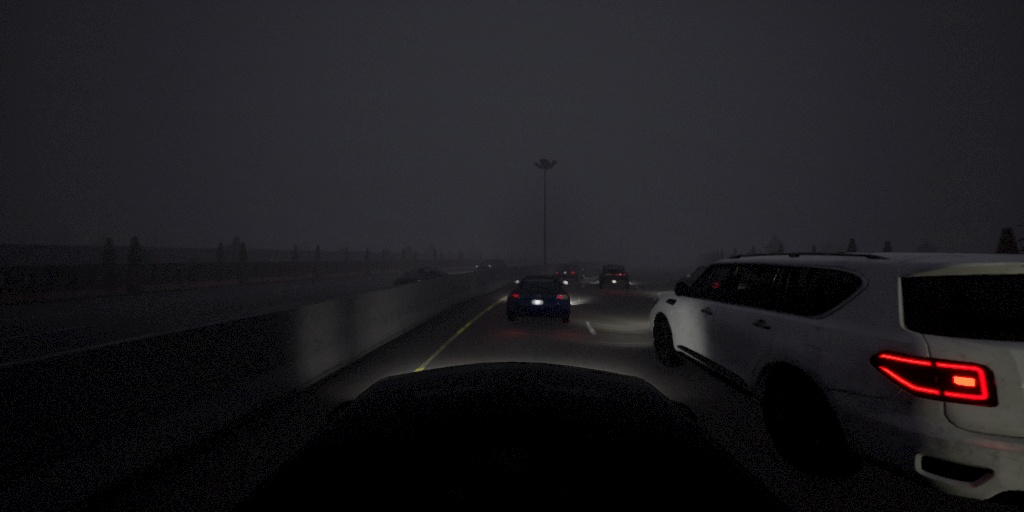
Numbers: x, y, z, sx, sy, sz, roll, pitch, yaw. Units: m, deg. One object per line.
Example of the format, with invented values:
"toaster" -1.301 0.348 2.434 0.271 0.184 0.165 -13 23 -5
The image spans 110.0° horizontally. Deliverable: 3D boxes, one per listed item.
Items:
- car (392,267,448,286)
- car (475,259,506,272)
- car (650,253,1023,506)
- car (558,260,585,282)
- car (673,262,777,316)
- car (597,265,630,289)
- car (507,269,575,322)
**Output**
"car" -5.028 1.309 20.304 1.994 1.385 4.181 0 0 12
"car" -2.362 1.127 40.985 2.097 1.767 4.553 0 0 23
"car" 3.766 0.991 4.867 2.150 2.045 5.566 0 0 2
"car" 4.883 1.344 30.051 2.033 1.411 5.357 0 0 18
"car" 8.359 1.150 14.645 2.097 1.767 4.553 0 0 9
"car" 6.795 1.304 24.035 1.837 1.490 4.892 0 0 15
"car" 0.997 1.328 12.494 1.994 1.385 4.181 0 0 7
